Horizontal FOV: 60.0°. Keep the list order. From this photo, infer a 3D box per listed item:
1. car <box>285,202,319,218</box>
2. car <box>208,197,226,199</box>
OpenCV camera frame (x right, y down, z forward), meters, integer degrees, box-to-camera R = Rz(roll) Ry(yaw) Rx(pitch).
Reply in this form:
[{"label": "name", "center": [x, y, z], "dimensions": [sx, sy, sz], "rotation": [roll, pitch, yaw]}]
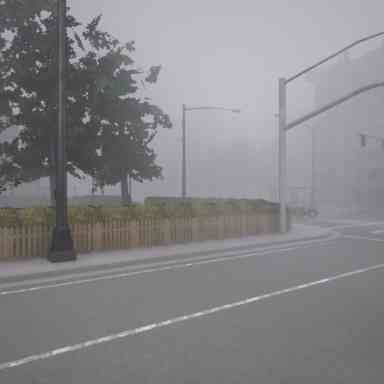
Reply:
[{"label": "car", "center": [8.918, 1.597, 29.920], "dimensions": [1.895, 1.301, 4.718], "rotation": [0, 0, -35]}, {"label": "car", "center": [3.272, 1.348, 38.029], "dimensions": [2.097, 1.767, 4.553], "rotation": [0, 0, -35]}]
